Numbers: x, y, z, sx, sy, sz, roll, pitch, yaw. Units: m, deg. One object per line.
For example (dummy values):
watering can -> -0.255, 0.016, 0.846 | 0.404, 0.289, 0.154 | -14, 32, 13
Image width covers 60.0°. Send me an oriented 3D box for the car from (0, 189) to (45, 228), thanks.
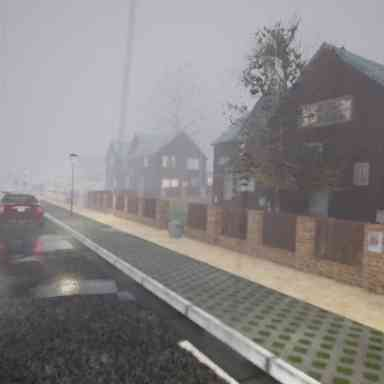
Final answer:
car -> -9.038, 0.793, 17.389 | 2.097, 1.767, 4.553 | 1, 1, -30
